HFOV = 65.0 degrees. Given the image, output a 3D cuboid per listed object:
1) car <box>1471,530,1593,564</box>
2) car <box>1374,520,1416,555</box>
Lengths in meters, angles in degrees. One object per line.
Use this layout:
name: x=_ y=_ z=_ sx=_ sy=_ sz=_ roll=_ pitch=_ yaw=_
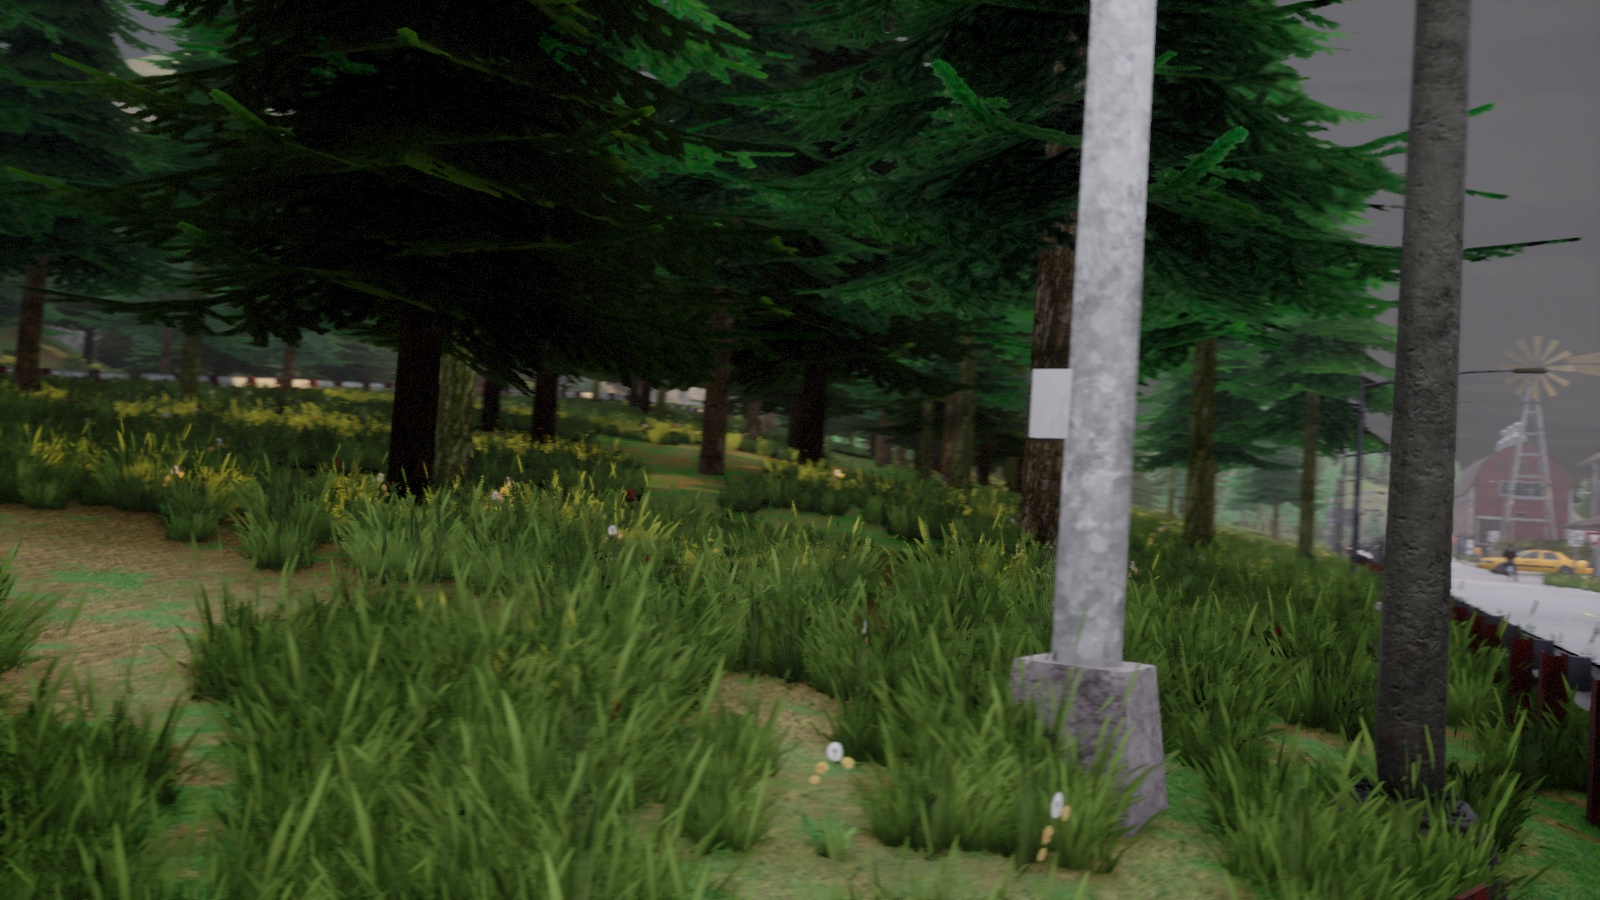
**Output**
car: x=39.226 y=5.172 z=67.397 sx=5.366 sy=1.575 sz=1.801 roll=1 pitch=-3 yaw=14
car: x=38.047 y=5.564 z=80.418 sx=2.150 sy=2.045 sz=5.566 roll=2 pitch=-3 yaw=23
